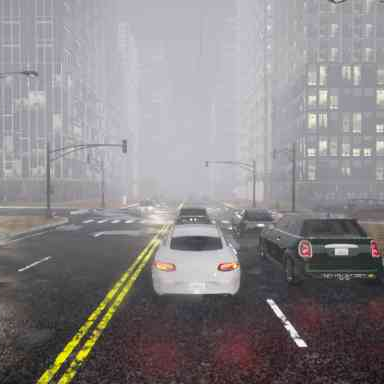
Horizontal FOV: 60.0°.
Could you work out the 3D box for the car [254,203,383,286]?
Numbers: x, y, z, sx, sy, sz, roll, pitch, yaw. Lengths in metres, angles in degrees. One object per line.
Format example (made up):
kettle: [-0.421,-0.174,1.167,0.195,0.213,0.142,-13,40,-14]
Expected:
car: [3.327,1.348,9.534,2.097,1.767,4.553,0,0,0]

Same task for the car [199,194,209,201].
car: [3.049,1.392,80.430,1.882,1.535,5.008,0,0,0]

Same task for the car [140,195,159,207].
car: [-6.718,1.526,50.850,1.994,1.385,4.181,0,0,0]

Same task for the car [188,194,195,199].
car: [-0.228,1.216,90.840,1.882,1.535,5.008,0,0,0]

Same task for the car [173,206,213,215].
car: [0.057,1.495,17.507,1.837,1.490,4.892,0,0,0]

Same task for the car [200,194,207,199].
car: [3.022,1.262,90.848,1.812,1.442,4.674,0,0,0]

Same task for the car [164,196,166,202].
car: [-6.681,1.413,71.549,1.882,1.535,5.008,0,0,0]

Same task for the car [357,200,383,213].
car: [21.715,1.641,37.974,4.829,1.417,1.752,1,0,1]

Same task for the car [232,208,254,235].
car: [3.304,1.554,17.921,1.994,1.385,4.181,0,0,0]

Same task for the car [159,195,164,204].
car: [-6.722,1.427,61.174,1.882,1.535,5.008,0,0,1]

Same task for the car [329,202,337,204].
car: [15.066,1.701,35.460,4.718,1.301,1.895,0,1,0]

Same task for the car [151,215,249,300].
car: [0.081,1.522,8.258,1.812,1.442,4.674,0,0,0]

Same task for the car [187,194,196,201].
car: [-0.202,1.414,80.423,1.837,1.490,4.892,0,0,0]

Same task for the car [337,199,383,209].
car: [16.127,1.518,29.674,5.009,1.841,2.192,1,0,1]
